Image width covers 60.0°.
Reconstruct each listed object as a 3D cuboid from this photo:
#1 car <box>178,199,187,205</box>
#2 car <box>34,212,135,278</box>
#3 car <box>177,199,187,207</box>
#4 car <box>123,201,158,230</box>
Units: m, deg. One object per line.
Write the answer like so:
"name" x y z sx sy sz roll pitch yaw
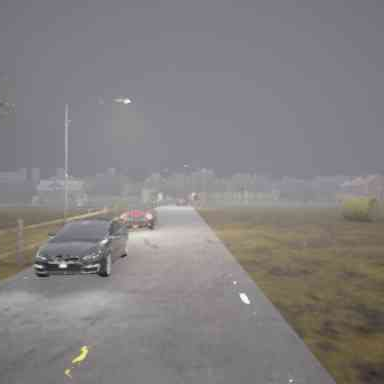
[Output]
"car" -2.216 2.389 79.736 1.994 1.385 4.181 0 -1 -2
"car" -3.170 1.569 10.448 1.837 1.490 4.892 0 -1 -1
"car" -2.079 2.181 69.604 2.097 1.767 4.553 0 -1 1
"car" -3.461 1.521 22.439 2.097 1.767 4.553 0 -1 -1
